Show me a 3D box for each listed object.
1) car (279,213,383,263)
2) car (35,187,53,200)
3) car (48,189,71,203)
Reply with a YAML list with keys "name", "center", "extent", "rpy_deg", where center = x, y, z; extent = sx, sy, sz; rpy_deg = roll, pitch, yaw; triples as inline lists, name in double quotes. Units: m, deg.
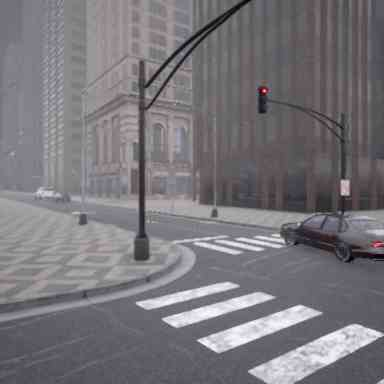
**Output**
- name: "car"
  center: [5.165, 1.457, 11.756]
  extent: [2.033, 1.411, 5.357]
  rpy_deg: [1, 1, -15]
- name: "car"
  center: [-23.949, 0.232, 54.234]
  extent: [2.150, 2.045, 5.566]
  rpy_deg: [0, 1, -35]
- name: "car"
  center: [-18.173, 0.702, 46.164]
  extent: [1.812, 1.442, 4.674]
  rpy_deg: [0, 1, -35]
